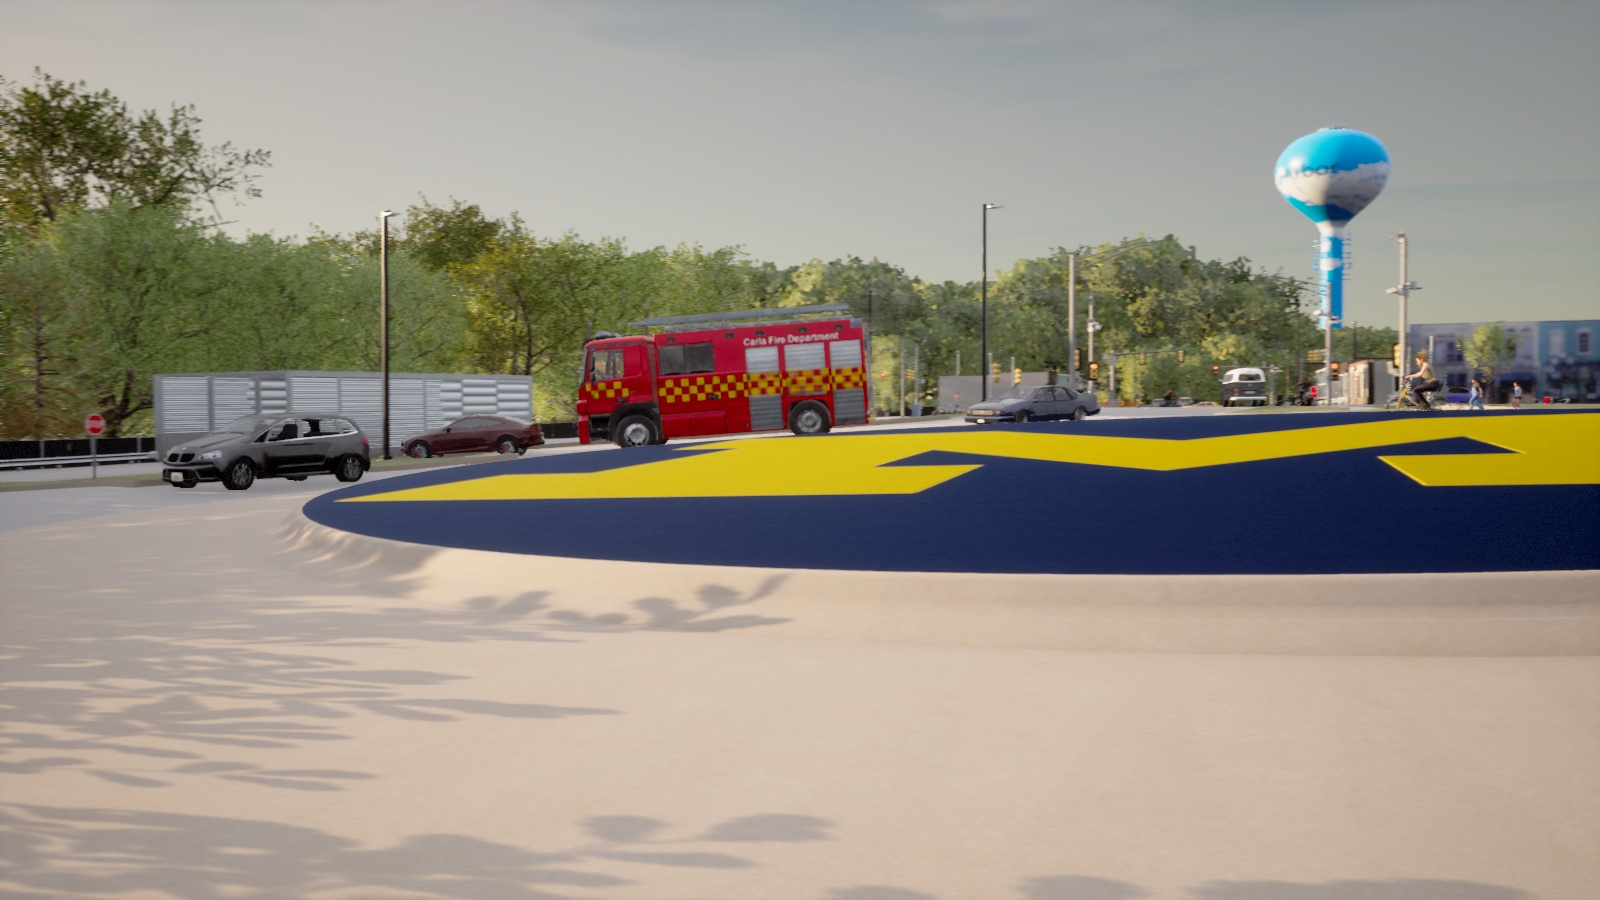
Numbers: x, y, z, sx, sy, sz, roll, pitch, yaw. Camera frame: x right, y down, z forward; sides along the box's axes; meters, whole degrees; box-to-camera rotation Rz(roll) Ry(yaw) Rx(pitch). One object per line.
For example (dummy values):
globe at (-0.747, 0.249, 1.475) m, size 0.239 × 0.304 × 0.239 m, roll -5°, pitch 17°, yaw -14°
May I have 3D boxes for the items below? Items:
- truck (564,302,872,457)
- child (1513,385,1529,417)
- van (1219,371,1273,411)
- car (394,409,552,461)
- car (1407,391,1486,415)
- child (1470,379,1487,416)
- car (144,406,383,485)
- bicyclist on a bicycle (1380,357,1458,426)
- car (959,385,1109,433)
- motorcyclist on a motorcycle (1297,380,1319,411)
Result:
truck at (-2.254, -2.039, 36.876) m, size 8.468 × 3.827 × 2.891 m, roll -4°, pitch 3°, yaw 4°
child at (24.872, -1.692, 43.335) m, size 0.394 × 1.110 × 0.255 m, roll 0°, pitch 1°, yaw 0°
van at (23.981, -3.146, 67.634) m, size 2.069 × 2.038 × 4.480 m, roll 0°, pitch 2°, yaw 11°
car at (-10.784, -0.505, 41.636) m, size 4.674 × 1.442 × 1.812 m, roll -3°, pitch 2°, yaw 0°
car at (41.327, -2.998, 80.346) m, size 4.193 × 1.474 × 1.816 m, roll 1°, pitch 1°, yaw 17°
child at (23.471, -1.805, 43.449) m, size 0.437 × 1.263 × 0.270 m, roll 0°, pitch 1°, yaw 4°
car at (-12.203, -0.170, 28.896) m, size 2.242 × 1.667 × 4.611 m, roll 1°, pitch 2°, yaw 31°
bicyclist on a bicycle at (15.109, -1.420, 30.674) m, size 1.509 × 1.612 × 0.866 m, roll 1°, pitch 3°, yaw 42°
car at (8.151, -1.463, 43.386) m, size 5.357 × 1.411 × 2.033 m, roll -4°, pitch 5°, yaw -38°
motorcyclist on a motorcycle at (27.102, -2.892, 67.048) m, size 0.766 × 1.649 × 2.350 m, roll 1°, pitch 1°, yaw 14°
